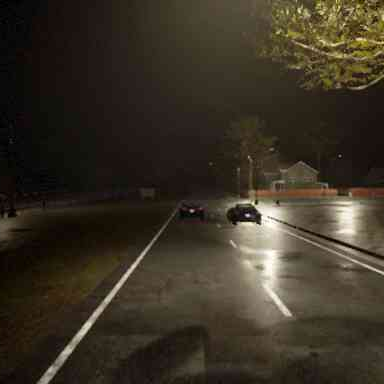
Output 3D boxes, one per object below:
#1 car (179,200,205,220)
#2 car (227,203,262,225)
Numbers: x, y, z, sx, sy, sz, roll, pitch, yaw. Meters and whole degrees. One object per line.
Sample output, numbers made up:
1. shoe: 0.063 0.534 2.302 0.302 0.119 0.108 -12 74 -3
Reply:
1. car: 0.013 1.410 27.022 2.163 1.488 4.792 0 1 0
2. car: 3.607 1.477 23.526 1.994 1.385 4.181 0 0 0
